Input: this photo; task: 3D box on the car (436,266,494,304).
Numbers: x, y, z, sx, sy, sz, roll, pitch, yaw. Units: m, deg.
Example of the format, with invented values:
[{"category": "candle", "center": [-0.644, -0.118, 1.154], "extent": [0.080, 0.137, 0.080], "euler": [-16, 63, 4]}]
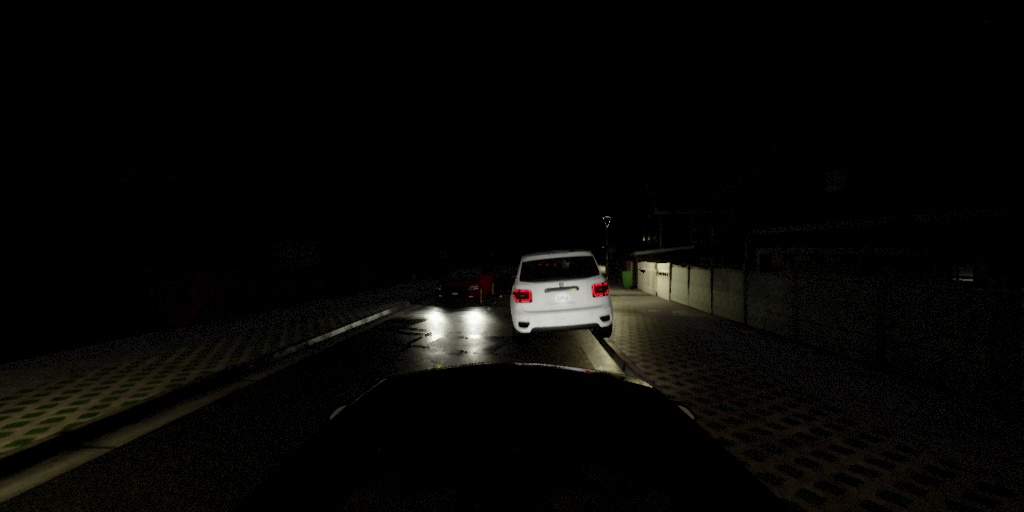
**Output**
[{"category": "car", "center": [-2.025, 1.213, 16.626], "extent": [1.882, 1.535, 5.008], "euler": [0, 0, 5]}]

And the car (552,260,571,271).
[{"category": "car", "center": [6.846, 1.257, 48.950], "extent": [1.812, 1.442, 4.674], "euler": [0, 0, 17]}]

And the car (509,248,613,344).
[{"category": "car", "center": [1.135, 0.893, 9.645], "extent": [2.150, 2.045, 5.566], "euler": [-5, 0, 3]}]

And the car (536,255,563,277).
[{"category": "car", "center": [3.893, 0.954, 36.489], "extent": [2.150, 2.045, 5.566], "euler": [0, 0, 12]}]
